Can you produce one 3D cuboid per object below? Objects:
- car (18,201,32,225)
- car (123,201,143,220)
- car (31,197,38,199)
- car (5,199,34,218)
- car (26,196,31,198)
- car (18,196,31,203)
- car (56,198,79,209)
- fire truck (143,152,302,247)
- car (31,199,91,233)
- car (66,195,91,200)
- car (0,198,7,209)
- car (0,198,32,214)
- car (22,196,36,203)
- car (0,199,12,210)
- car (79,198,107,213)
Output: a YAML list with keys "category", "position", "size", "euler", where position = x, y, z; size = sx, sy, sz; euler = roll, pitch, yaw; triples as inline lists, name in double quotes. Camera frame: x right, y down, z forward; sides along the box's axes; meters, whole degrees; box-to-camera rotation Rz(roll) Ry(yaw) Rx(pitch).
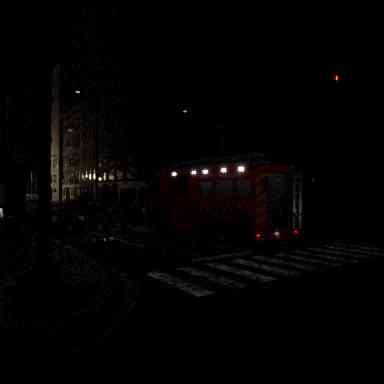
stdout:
- category: "car"
  position: [-10.854, 1.554, 23.626]
  size: [1.802, 1.307, 4.206]
  euler: [1, 0, -36]
- category: "car"
  position: [-4.363, 1.466, 28.347]
  size: [1.967, 1.590, 4.097]
  euler: [1, 0, -36]
- category: "car"
  position: [-27.057, 1.598, 59.607]
  size: [1.802, 1.307, 4.206]
  euler: [0, 0, -36]
- category: "car"
  position: [-14.096, 1.522, 28.092]
  size: [2.008, 1.369, 4.403]
  euler: [1, 0, -36]
- category: "car"
  position: [-30.298, 1.597, 64.072]
  size: [1.802, 1.307, 4.206]
  euler: [0, 0, -36]
- category: "car"
  position: [-36.782, 1.564, 73.004]
  size: [1.887, 1.381, 4.507]
  euler: [0, 0, -36]
- category: "car"
  position: [-17.433, 1.545, 46.343]
  size: [1.752, 1.417, 4.829]
  euler: [1, 0, -36]
- category: "fire truck"
  position: [1.007, 0.358, 16.487]
  size: [2.891, 3.827, 8.468]
  euler: [1, 0, -36]
- category: "car"
  position: [-7.611, 1.414, 19.160]
  size: [1.967, 1.590, 4.097]
  euler: [1, 0, -36]
- category: "car"
  position: [-14.088, 1.336, 41.745]
  size: [2.192, 1.841, 5.009]
  euler: [1, 0, -36]
- category: "car"
  position: [-27.064, 1.515, 45.957]
  size: [2.008, 1.369, 4.403]
  euler: [1, 0, -36]
- category: "car"
  position: [-17.338, 1.520, 32.558]
  size: [2.008, 1.369, 4.403]
  euler: [1, 0, -36]
- category: "car"
  position: [-33.640, 1.542, 68.676]
  size: [1.752, 1.417, 4.829]
  euler: [0, 0, -36]
- category: "car"
  position: [-23.822, 1.548, 41.491]
  size: [1.802, 1.307, 4.206]
  euler: [1, 0, -36]
- category: "car"
  position: [-10.848, 1.605, 37.278]
  size: [1.802, 1.307, 4.206]
  euler: [1, 0, -36]
